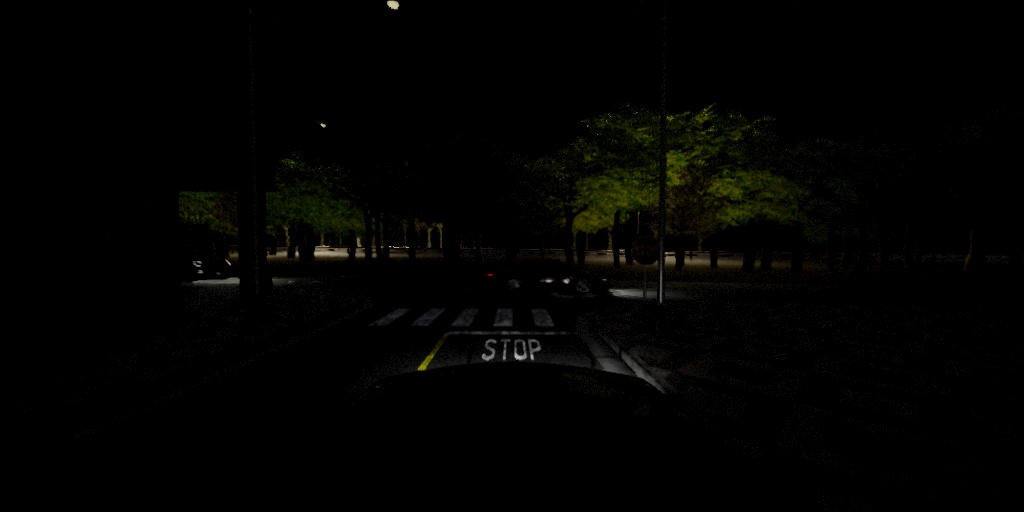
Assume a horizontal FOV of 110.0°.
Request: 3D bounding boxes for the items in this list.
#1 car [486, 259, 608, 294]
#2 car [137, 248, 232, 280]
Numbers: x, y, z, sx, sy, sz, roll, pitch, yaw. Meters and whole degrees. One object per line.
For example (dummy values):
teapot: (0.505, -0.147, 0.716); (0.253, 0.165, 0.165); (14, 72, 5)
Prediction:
car: (1.542, 0.859, 16.306); (5.357, 1.411, 2.033); (1, 2, 9)
car: (-18.110, 0.338, 19.923); (4.553, 1.767, 2.097); (1, 2, 12)
